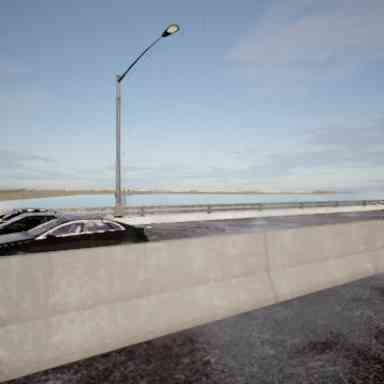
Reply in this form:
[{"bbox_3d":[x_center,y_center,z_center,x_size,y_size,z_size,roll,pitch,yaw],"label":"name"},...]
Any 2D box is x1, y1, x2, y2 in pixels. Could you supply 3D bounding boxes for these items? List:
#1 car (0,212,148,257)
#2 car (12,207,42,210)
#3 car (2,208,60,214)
[{"bbox_3d":[-3.671,1.492,9.963,4.902,1.511,2.128,0,0,-35],"label":"car"},{"bbox_3d":[-7.943,1.505,15.514,4.892,1.490,1.837,0,0,-35],"label":"car"},{"bbox_3d":[-6.125,1.526,12.513,4.674,1.442,1.812,0,0,-35],"label":"car"}]
